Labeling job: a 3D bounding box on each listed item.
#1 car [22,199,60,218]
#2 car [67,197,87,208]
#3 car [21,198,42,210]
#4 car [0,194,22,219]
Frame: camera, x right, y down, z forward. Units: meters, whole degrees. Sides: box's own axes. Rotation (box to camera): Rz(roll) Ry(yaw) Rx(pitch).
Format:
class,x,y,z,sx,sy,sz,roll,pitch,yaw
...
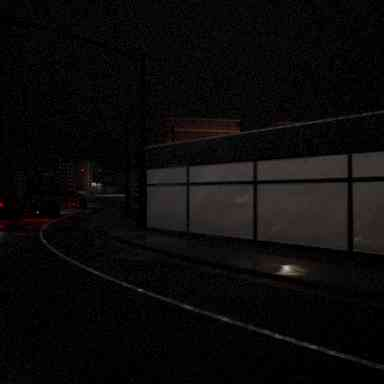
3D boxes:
class,x,y,z,sx,sy,sz,roll,pitch,yaw
car,-13.342,1.491,30.214,2.128,1.511,4.902,0,0,-11
car,-16.102,1.458,46.746,1.882,1.535,5.008,0,0,-7
car,-20.756,1.546,42.971,1.994,1.385,4.181,0,0,-33
car,-16.725,1.221,29.298,2.150,2.045,5.566,0,0,-11
